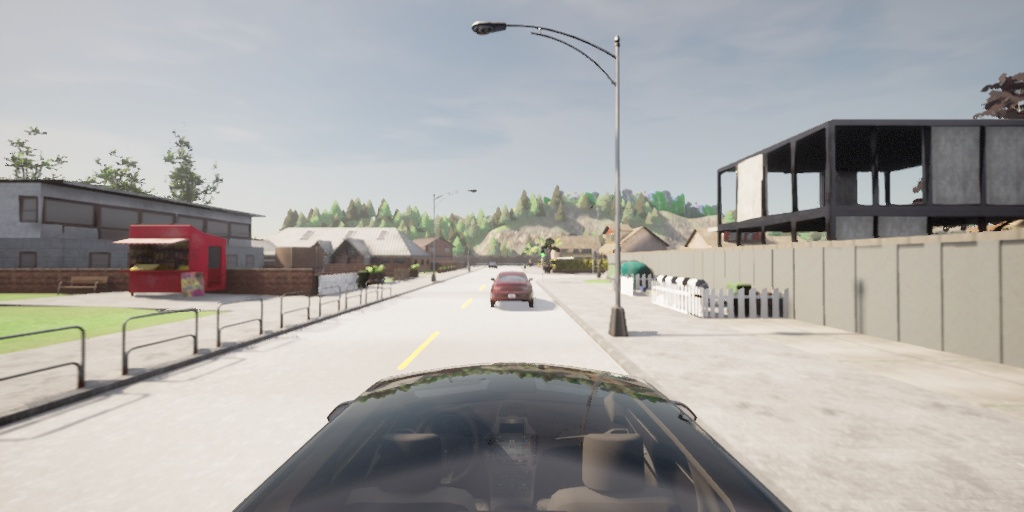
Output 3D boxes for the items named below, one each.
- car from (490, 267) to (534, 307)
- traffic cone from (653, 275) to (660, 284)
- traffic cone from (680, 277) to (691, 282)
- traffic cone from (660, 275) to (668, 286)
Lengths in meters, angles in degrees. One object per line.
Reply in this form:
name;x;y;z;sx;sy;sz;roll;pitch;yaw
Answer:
car;0.000;1.410;16.219;1.812;1.442;4.674;0;0;0
traffic cone;10.385;1.810;26.168;0.344;0.586;0.344;0;0;0
traffic cone;15.790;1.856;32.662;0.344;0.586;0.344;0;0;0
traffic cone;11.384;1.795;27.208;0.344;0.586;0.344;0;0;0
